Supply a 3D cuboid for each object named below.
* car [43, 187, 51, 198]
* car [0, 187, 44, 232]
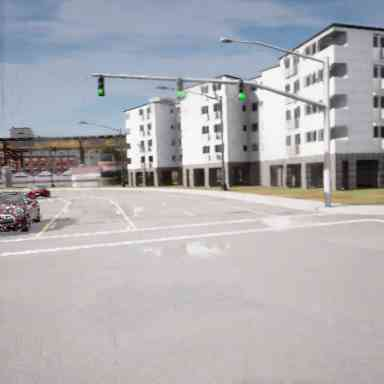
[{"bbox_3d":[-17.386,0.061,38.071,1.895,1.301,4.718,-4,4,-31],"label":"car"},{"bbox_3d":[-8.437,0.793,15.328,2.097,1.767,4.553,-3,3,-16],"label":"car"}]
